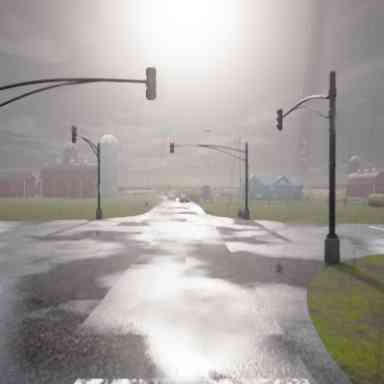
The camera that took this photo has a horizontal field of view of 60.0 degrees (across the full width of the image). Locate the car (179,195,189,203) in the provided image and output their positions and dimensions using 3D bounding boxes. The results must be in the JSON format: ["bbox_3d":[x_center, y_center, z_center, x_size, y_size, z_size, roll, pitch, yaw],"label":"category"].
[{"bbox_3d":[-1.562,1.633,70.154,1.895,1.301,4.718,0,0,-3],"label":"car"}]

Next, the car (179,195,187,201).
[{"bbox_3d":[-2.150,1.474,80.140,1.837,1.490,4.892,0,0,-4],"label":"car"}]

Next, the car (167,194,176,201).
[{"bbox_3d":[-4.540,1.192,74.161,1.812,1.442,4.674,0,0,-3],"label":"car"}]
